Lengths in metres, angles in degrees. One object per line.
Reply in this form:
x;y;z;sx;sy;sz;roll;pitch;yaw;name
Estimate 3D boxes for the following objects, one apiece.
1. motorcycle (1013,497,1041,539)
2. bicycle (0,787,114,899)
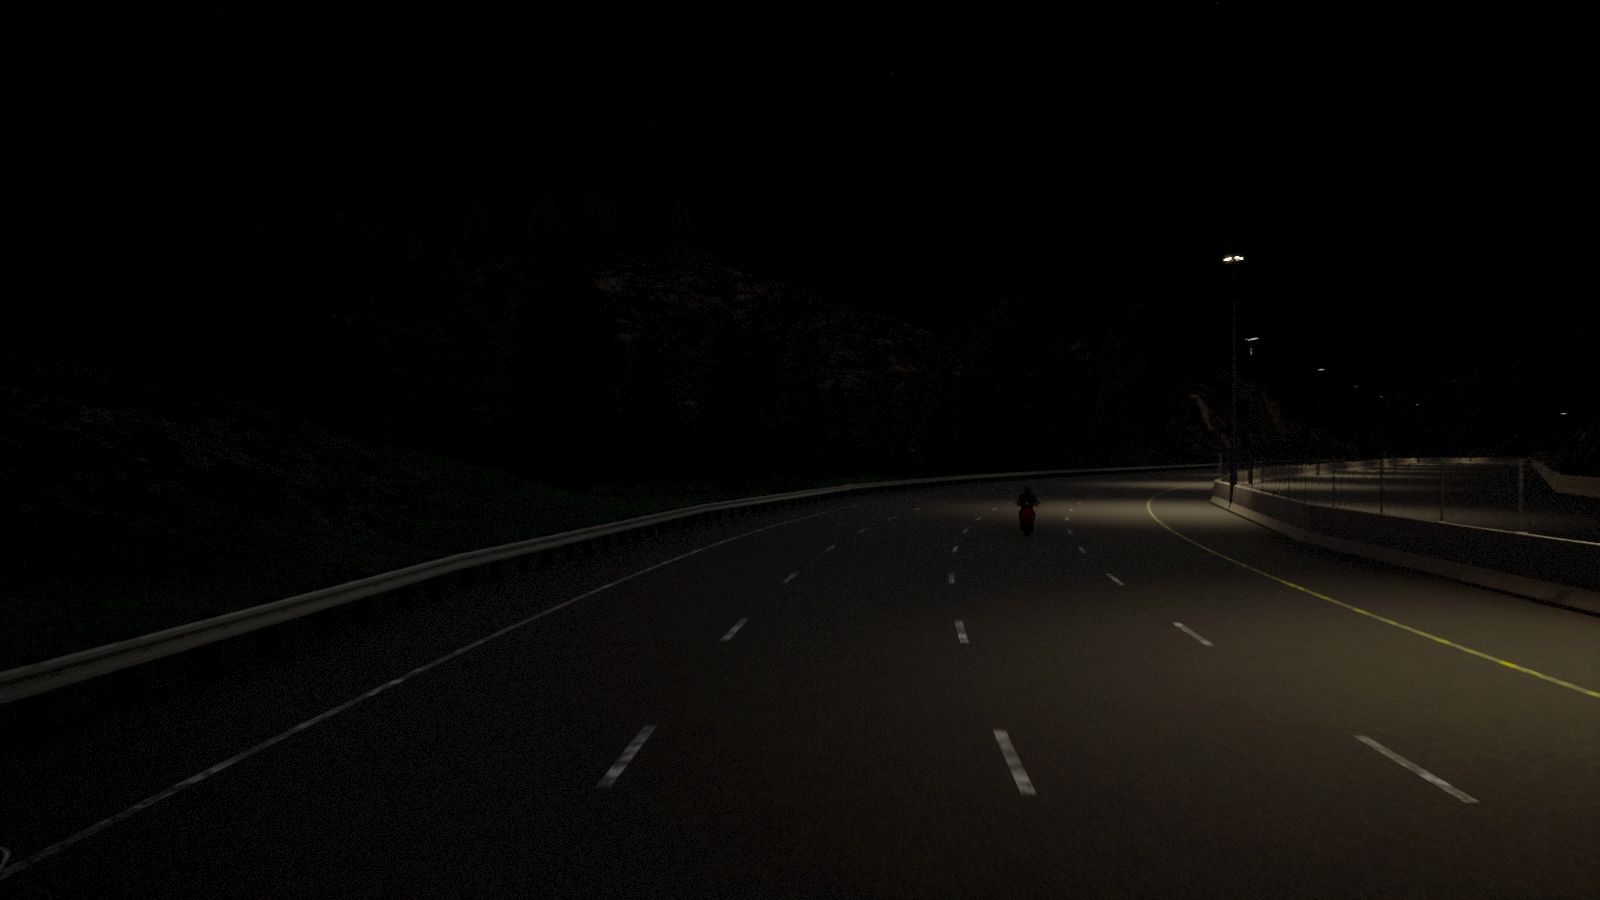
7.332;2.172;36.994;0.856;1.236;1.805;1;0;11;motorcycle
-3.482;2.141;4.308;0.859;1.295;1.487;1;0;1;bicycle
